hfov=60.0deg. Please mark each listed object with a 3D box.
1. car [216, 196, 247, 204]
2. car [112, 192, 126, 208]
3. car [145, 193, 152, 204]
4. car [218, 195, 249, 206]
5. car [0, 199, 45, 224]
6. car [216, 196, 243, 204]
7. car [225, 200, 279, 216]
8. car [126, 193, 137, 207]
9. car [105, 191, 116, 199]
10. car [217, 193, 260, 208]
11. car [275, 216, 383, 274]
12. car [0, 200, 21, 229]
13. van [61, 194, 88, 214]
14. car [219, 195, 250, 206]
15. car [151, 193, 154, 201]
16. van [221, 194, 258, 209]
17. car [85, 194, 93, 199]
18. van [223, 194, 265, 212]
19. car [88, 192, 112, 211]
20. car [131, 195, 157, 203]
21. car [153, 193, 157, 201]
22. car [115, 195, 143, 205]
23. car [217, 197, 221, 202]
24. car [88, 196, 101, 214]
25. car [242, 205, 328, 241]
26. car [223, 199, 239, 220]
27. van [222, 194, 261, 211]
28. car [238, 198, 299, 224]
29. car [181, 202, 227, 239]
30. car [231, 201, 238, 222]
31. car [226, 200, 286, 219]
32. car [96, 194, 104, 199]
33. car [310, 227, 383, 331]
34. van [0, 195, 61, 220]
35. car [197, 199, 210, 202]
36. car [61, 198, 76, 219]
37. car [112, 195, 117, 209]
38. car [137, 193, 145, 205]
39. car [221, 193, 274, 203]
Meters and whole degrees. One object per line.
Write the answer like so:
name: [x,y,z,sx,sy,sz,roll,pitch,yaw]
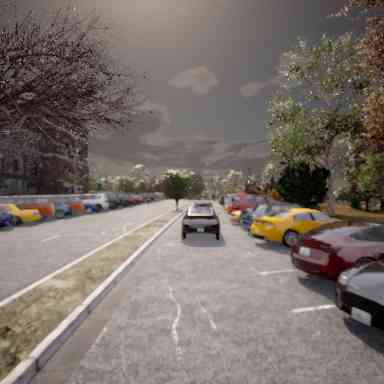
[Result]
car: [7.494,1.508,63.186,5.366,1.575,1.946,1,0,-17]
car: [-11.893,1.245,43.246,5.566,2.045,2.435,-1,0,-17]
car: [-10.807,1.508,64.288,5.008,1.535,2.097,-1,0,-17]
car: [7.014,1.381,56.357,4.553,1.767,2.185,1,0,-17]
car: [-13.045,1.483,22.160,5.366,1.575,1.946,-1,0,-18]
car: [7.481,1.511,66.515,4.892,1.521,2.231,1,0,-17]
car: [5.857,1.527,32.578,4.792,1.488,2.163,1,0,-17]
car: [-11.548,1.248,49.277,5.566,2.045,2.435,-1,0,-17]
car: [-22.192,0.946,90.511,2.435,2.045,5.566,1,-1,-16]
car: [6.576,1.252,47.442,5.566,2.045,2.435,1,0,-17]
car: [4.958,1.520,8.846,4.792,1.488,2.163,1,0,-19]
car: [-13.004,1.481,19.212,5.008,1.535,2.097,-1,0,-18]
van: [-12.346,1.262,31.290,4.442,1.987,1.878,-1,0,-17]
car: [6.806,1.379,53.373,4.553,1.767,2.185,1,0,-17]
car: [-10.643,1.547,67.309,4.674,1.452,2.002,-1,0,-17]
van: [6.293,1.274,44.422,4.442,1.987,1.878,1,0,-17]
car: [-28.113,1.206,90.895,2.231,1.521,4.892,0,-1,-16]
van: [6.010,1.272,38.473,4.442,1.987,1.878,1,0,-17]
car: [-12.187,1.242,37.244,5.566,2.045,2.435,-1,0,-17]
car: [-10.501,1.486,73.285,5.366,1.575,1.946,-1,1,-17]
car: [-10.511,1.249,70.306,5.566,2.045,2.435,-1,0,-17]
car: [-11.088,1.379,58.276,4.553,1.767,2.185,-1,0,-17]
car: [5.795,1.493,35.481,5.366,1.575,1.946,1,0,-17]
car: [-12.309,1.491,34.255,5.008,1.535,2.097,-1,0,-17]
car: [5.071,1.491,14.756,5.008,1.535,2.097,1,0,-18]
car: [5.240,1.489,23.592,5.366,1.575,1.946,1,0,-17]
van: [6.152,1.273,41.448,4.442,1.987,1.878,1,0,-17]
car: [5.151,1.366,17.712,4.553,1.767,2.185,1,0,-18]
car: [0.468,1.500,17.483,2.128,1.511,4.902,0,0,2]
car: [5.285,1.494,20.686,4.892,1.521,2.231,1,0,-18]
car: [5.661,1.525,29.581,4.792,1.488,2.163,1,0,-17]
car: [-25.160,1.241,90.714,2.002,1.452,4.674,1,-1,-16]
car: [4.848,1.518,5.854,4.792,1.488,2.163,1,0,-19]
van: [-12.629,1.259,25.271,4.442,1.987,1.878,-1,0,-18]
car: [1.197,1.521,34.583,1.837,1.490,4.892,0,0,3]
car: [-12.624,1.518,28.230,4.792,1.488,2.163,-1,0,-17]
car: [-12.015,1.494,40.258,5.008,1.535,2.097,-1,0,-17]
car: [-11.250,1.251,55.284,5.566,2.045,2.435,-1,0,-17]
car: [5.577,1.244,26.633,5.566,2.045,2.435,1,0,-17]
